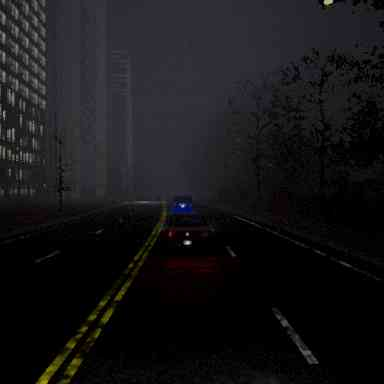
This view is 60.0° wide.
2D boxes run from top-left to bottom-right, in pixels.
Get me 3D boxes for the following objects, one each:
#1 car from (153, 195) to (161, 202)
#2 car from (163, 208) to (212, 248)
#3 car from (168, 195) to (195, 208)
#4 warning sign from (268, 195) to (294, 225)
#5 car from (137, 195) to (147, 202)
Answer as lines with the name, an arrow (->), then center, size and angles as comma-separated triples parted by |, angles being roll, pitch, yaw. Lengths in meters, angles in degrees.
car -> -7.972, 1.402, 75.504 | 1.837, 1.490, 4.892 | 0, 0, -5
car -> -0.228, 1.612, 14.727 | 1.895, 1.301, 4.718 | 0, 0, -2
car -> -0.913, 1.245, 29.760 | 2.150, 2.045, 5.566 | 0, 0, -3
warning sign -> 5.645, 1.106, 21.129 | 1.300, 1.860, 1.060 | 0, 0, -2
car -> -11.210, 1.455, 75.223 | 1.994, 1.385, 4.181 | 0, 0, -5
